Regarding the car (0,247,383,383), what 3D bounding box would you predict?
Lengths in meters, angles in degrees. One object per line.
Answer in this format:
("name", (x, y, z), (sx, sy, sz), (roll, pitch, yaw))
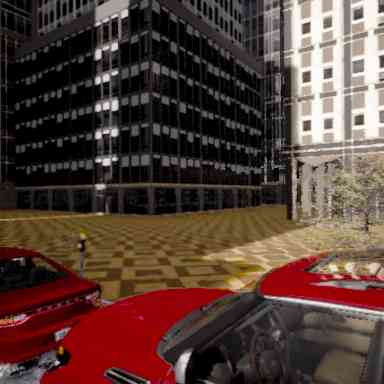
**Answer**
("car", (1.170, 1.316, 2.046), (5.009, 1.841, 2.192), (0, 0, 35))
